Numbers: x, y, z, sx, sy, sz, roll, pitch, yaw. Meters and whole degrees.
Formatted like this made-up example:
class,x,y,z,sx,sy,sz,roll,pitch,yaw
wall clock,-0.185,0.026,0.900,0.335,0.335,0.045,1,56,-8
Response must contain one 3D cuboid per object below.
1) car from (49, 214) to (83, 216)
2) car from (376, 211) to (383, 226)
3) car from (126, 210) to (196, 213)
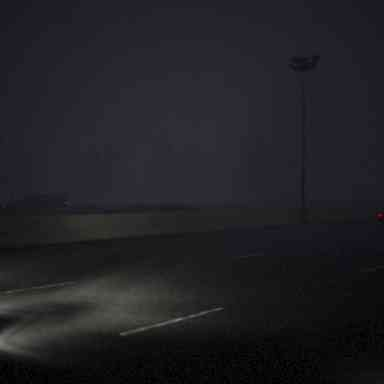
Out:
class,x,y,z,sx,sy,sz,roll,pitch,yaw
car,-9.166,1.561,27.532,4.718,1.301,1.895,0,0,-35
car,14.743,1.616,22.808,5.357,1.411,2.033,0,0,-35
car,-1.848,1.541,24.144,5.357,1.411,2.033,0,0,-35
